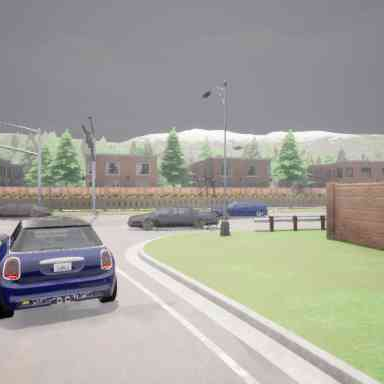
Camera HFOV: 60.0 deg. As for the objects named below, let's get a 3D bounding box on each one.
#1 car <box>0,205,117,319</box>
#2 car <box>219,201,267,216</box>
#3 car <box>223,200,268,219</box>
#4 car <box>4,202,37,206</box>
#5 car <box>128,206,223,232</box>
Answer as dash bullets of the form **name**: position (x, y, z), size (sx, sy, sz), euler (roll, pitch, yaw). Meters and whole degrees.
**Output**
- **car**: position (-3.306, 1.352, 7.765), size (2.097, 1.767, 4.553), euler (0, 0, -29)
- **car**: position (4.929, 1.564, 32.372), size (4.181, 1.385, 1.994), euler (0, 0, -14)
- **car**: position (4.030, 1.477, 28.548), size (5.008, 1.535, 1.882), euler (0, 0, -14)
- **car**: position (-14.445, 1.547, 27.618), size (5.357, 1.411, 2.033), euler (0, 0, -14)
- **car**: position (-1.132, 1.547, 20.074), size (5.357, 1.411, 2.033), euler (0, 0, -14)
